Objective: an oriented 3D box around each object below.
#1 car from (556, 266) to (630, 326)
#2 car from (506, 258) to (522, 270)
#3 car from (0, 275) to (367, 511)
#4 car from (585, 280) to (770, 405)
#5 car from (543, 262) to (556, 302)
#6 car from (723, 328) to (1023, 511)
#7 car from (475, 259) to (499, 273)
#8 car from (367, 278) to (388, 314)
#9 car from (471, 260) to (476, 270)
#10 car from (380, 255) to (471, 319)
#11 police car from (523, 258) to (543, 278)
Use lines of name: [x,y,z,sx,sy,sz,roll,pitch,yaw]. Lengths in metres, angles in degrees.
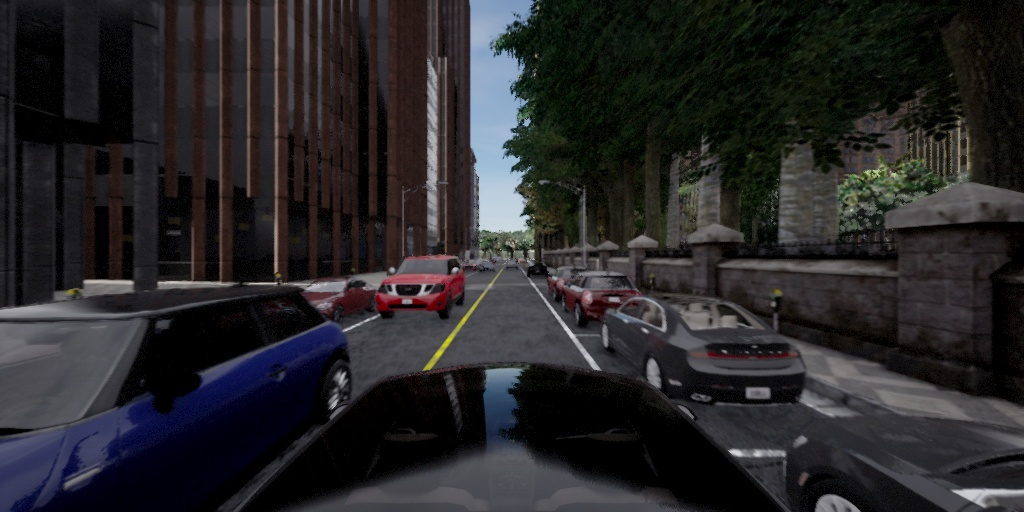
car: [2.764,1.198,11.664,1.967,1.591,4.097,0,0,0]
car: [0.012,1.355,54.358,2.033,1.411,5.357,0,0,0]
car: [-3.091,1.103,2.687,2.097,1.767,4.553,0,0,0]
car: [2.764,1.304,6.208,2.007,1.370,4.403,0,0,0]
car: [2.765,1.203,17.121,1.967,1.591,4.097,0,0,0]
car: [2.763,1.300,0.751,2.007,1.370,4.403,0,0,0]
car: [-3.072,1.358,44.510,1.994,1.385,4.181,0,0,0]
car: [-5.761,1.341,11.659,1.802,1.307,4.207,0,0,0]
car: [-5.755,1.240,49.858,1.967,1.591,4.097,0,0,0]
car: [-3.052,0.982,13.250,2.150,2.045,5.566,0,0,0]
police car: [2.372,1.205,35.149,1.930,1.638,5.238,0,0,0]
